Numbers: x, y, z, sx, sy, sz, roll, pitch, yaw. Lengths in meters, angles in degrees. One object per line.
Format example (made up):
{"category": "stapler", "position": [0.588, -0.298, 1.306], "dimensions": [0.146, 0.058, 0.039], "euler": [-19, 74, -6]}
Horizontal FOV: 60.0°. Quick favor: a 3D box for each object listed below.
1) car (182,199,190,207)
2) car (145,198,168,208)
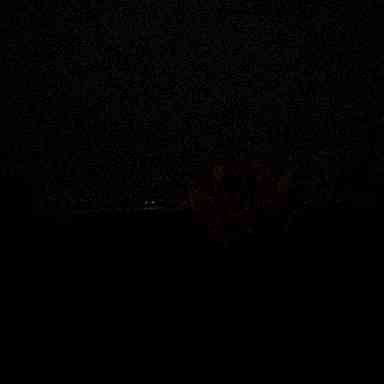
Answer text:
{"category": "car", "position": [0.105, 2.043, 61.823], "dimensions": [1.837, 1.490, 4.892], "euler": [-1, -1, 36]}
{"category": "car", "position": [-6.264, 1.885, 59.155], "dimensions": [2.097, 1.767, 4.553], "euler": [-1, -1, 36]}
